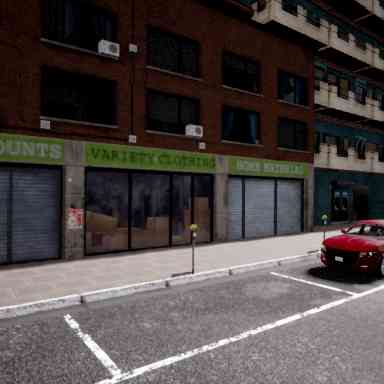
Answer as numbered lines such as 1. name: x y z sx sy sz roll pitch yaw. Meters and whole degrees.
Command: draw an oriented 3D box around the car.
1. car: 5.767 1.548 10.209 4.507 1.381 1.887 0 1 -36
